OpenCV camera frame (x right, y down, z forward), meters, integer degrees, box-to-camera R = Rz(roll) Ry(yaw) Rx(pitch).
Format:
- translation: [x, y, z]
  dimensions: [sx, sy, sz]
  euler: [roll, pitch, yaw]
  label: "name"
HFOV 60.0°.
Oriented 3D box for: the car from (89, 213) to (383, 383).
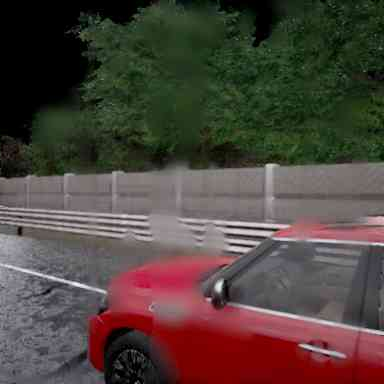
- translation: [1.517, 1.220, 2.911]
  dimensions: [5.566, 2.045, 2.150]
  euler: [0, 0, 35]
  label: "car"
